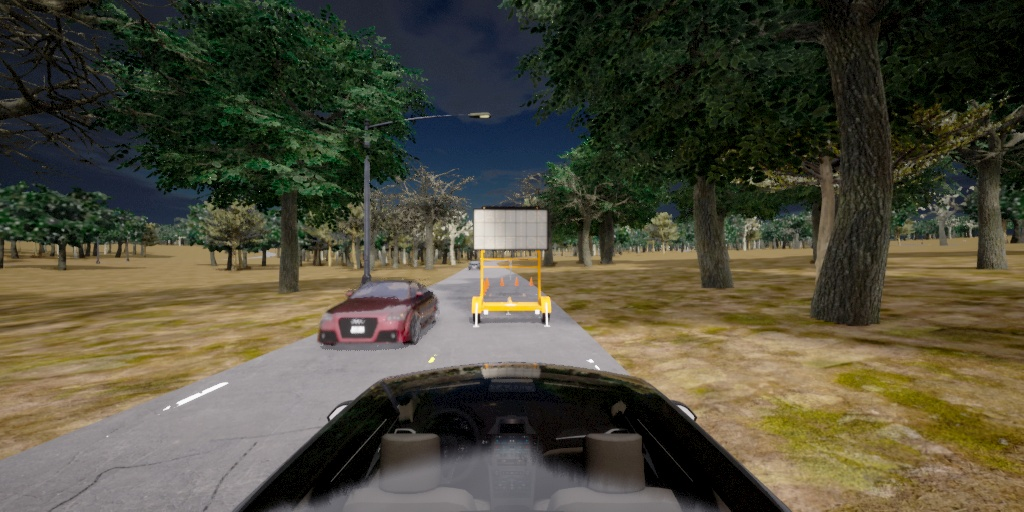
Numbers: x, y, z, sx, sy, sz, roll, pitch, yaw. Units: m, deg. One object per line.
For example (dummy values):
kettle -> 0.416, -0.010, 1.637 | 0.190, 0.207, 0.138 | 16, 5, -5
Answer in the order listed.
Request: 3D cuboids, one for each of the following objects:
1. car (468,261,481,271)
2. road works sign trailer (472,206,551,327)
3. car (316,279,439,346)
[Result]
car -> -5.523, 1.420, 52.956 | 1.812, 1.442, 4.674 | 0, 0, -5
road works sign trailer -> -0.046, 0.224, 11.523 | 2.380, 3.560, 2.880 | 0, 0, -2
car -> -3.174, 1.320, 9.317 | 1.994, 1.385, 4.181 | 0, 0, -1
